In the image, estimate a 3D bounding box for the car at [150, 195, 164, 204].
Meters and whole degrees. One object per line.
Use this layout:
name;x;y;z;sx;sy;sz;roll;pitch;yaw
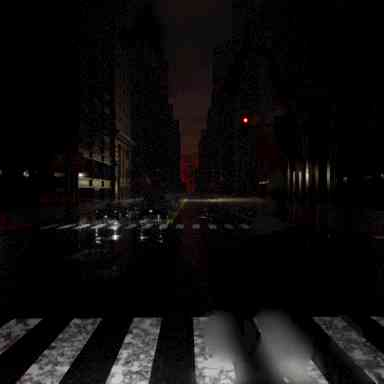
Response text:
car;-6.558;1.436;62.626;2.128;1.511;4.902;0;0;0

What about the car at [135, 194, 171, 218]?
car;-3.372;1.206;30.005;2.150;2.045;5.566;0;0;0

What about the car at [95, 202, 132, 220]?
car;-6.639;1.587;27.957;1.895;1.301;4.718;0;0;1

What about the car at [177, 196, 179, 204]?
car;-3.322;1.440;60.865;2.128;1.511;4.902;0;0;0

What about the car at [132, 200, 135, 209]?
car;-6.630;1.576;41.373;1.895;1.301;4.718;0;0;0

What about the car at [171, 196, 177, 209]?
car;-3.379;1.468;40.882;2.128;1.511;4.902;0;0;0
